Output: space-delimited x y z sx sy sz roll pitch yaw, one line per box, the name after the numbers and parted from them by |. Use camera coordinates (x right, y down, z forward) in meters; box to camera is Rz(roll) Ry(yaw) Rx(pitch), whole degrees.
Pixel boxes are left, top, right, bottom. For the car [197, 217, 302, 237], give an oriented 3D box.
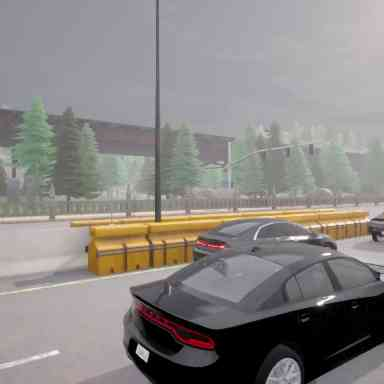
2.282 1.505 9.674 4.892 1.490 1.837 0 0 -35 | car

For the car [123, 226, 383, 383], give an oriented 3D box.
1.512 1.478 4.823 5.008 1.535 1.882 0 0 -36 | car

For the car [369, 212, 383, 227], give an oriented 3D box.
9.950 1.491 15.145 4.902 1.511 2.128 0 0 -36 | car
